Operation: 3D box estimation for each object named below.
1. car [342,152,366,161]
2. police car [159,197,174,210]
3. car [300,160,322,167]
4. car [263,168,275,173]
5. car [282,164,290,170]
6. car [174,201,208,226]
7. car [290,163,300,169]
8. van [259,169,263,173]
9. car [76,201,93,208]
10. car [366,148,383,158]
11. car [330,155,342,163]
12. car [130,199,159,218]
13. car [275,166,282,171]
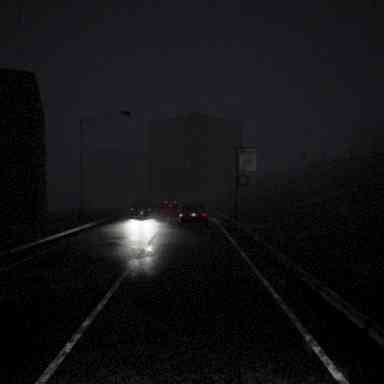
[{"bbox_3d":[21.853,-4.416,42.707,2.231,1.521,4.892,0,1,-1],"label":"car"},{"bbox_3d":[-3.323,1.475,42.406,2.038,1.542,4.974,-1,-1,-18],"label":"police car"},{"bbox_3d":[21.483,-4.926,59.157,2.185,1.767,4.553,0,1,-1],"label":"car"},{"bbox_3d":[20.875,-5.394,86.854,2.231,1.521,4.892,0,1,-1],"label":"car"},{"bbox_3d":[21.238,-5.175,70.321,2.185,1.767,4.553,0,1,-1],"label":"car"},{"bbox_3d":[0.045,1.383,21.872,2.033,1.411,5.357,0,0,-1],"label":"car"},{"bbox_3d":[21.363,-4.883,64.651,2.002,1.452,4.674,0,1,-1],"label":"car"},{"bbox_3d":[20.757,-5.724,92.245,1.878,1.987,4.442,0,1,-1],"label":"van"},{"bbox_3d":[-20.906,2.414,64.550,1.994,1.385,4.181,-2,-1,-44],"label":"car"},{"bbox_3d":[22.087,-4.220,37.167,2.002,1.452,4.674,0,2,-3],"label":"car"},{"bbox_3d":[21.723,-4.553,48.224,2.231,1.521,4.892,0,1,-1],"label":"car"},{"bbox_3d":[-4.031,1.341,27.704,2.128,1.511,4.902,0,0,-5],"label":"car"},{"bbox_3d":[21.117,-5.294,75.839,2.185,1.767,4.553,0,1,-1],"label":"car"}]
